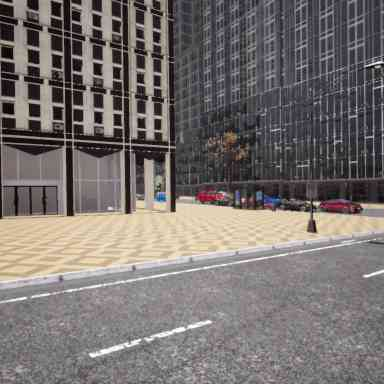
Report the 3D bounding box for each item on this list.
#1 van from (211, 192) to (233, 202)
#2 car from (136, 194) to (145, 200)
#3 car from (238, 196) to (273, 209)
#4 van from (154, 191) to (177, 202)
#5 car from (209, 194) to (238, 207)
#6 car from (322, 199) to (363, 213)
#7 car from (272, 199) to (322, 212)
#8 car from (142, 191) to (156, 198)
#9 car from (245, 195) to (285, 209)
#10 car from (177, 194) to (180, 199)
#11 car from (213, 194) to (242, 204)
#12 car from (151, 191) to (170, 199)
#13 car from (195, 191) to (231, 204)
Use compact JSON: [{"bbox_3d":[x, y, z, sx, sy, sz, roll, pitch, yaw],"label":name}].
[{"bbox_3d":[5.343,0.855,58.939,1.690,1.788,3.998,0,1,-34],"label":"van"},{"bbox_3d":[-11.183,1.039,68.316,2.008,1.369,4.403,0,1,-34],"label":"car"},{"bbox_3d":[7.924,1.388,40.073,1.802,1.307,4.206,0,1,-34],"label":"car"},{"bbox_3d":[-4.782,0.937,58.920,1.690,1.788,3.998,0,1,-34],"label":"van"},{"bbox_3d":[4.773,1.319,44.803,1.947,1.339,4.313,0,1,-34],"label":"car"},{"bbox_3d":[15.197,1.408,34.181,1.994,1.385,4.181,-1,1,-34],"label":"car"},{"bbox_3d":[11.111,1.424,35.364,1.947,1.339,4.313,0,1,-34],"label":"car"},{"bbox_3d":[-10.658,0.685,82.426,1.967,1.590,4.097,0,1,-34],"label":"car"},{"bbox_3d":[9.306,1.226,42.832,1.882,1.535,5.008,-1,1,-34],"label":"car"},{"bbox_3d":[-4.257,0.935,73.034,1.802,1.307,4.206,0,1,-34],"label":"car"},{"bbox_3d":[5.633,1.073,53.904,1.882,1.535,5.008,-1,1,-34],"label":"car"},{"bbox_3d":[-7.457,0.614,77.727,2.192,1.841,5.009,0,1,-34],"label":"car"},{"bbox_3d":[3.316,0.873,51.634,2.150,2.045,5.566,-1,1,-34],"label":"car"}]
